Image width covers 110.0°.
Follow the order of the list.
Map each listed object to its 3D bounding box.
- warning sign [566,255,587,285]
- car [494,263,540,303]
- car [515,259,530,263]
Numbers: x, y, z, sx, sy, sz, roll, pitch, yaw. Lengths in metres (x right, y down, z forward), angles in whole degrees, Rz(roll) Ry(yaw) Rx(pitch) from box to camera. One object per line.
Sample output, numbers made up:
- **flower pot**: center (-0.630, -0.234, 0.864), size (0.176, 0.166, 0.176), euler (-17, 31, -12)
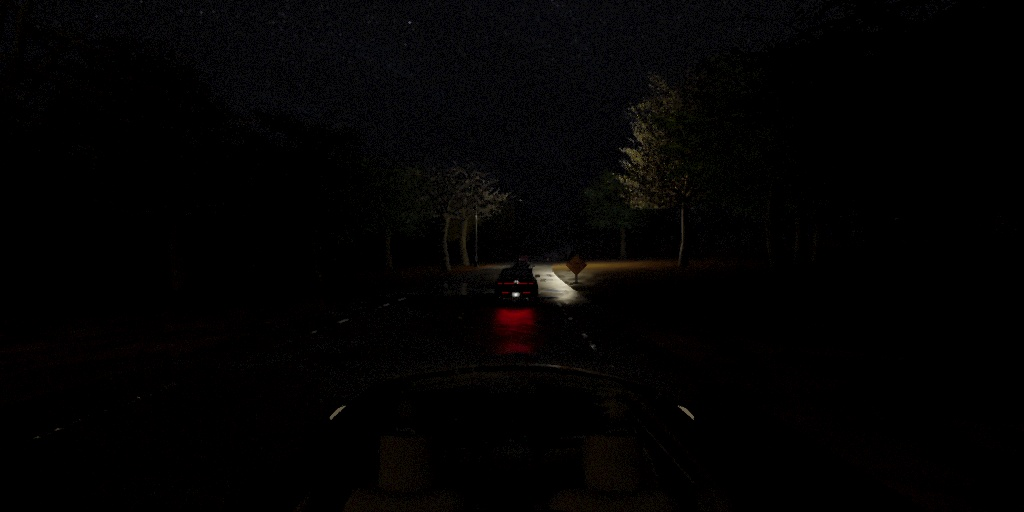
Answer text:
- **warning sign**: center (3.985, 0.838, 22.242), size (1.300, 1.860, 1.060), euler (0, 0, 2)
- **car**: center (0.223, 1.249, 16.413), size (1.837, 1.490, 4.892), euler (0, 0, 2)
- **car**: center (0.895, 1.224, 31.346), size (1.837, 1.490, 4.892), euler (0, 0, 3)
